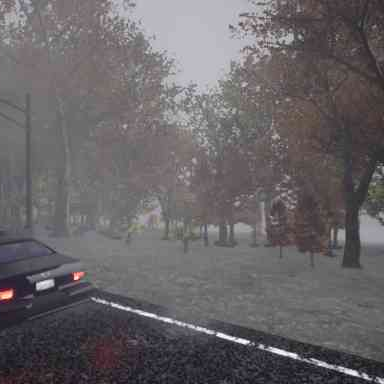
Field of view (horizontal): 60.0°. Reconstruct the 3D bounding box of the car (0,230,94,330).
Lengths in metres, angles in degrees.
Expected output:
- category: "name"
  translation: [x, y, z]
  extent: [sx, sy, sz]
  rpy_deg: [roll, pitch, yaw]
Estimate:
- category: "car"
  translation: [-4.182, 1.510, 6.617]
  extent: [5.357, 1.411, 2.033]
  rpy_deg: [-2, 1, 39]
